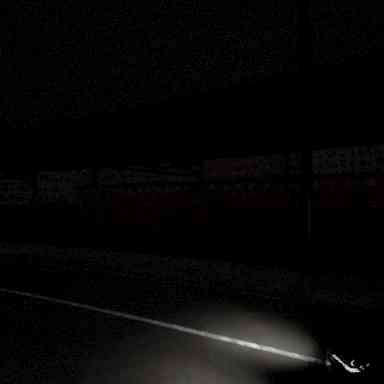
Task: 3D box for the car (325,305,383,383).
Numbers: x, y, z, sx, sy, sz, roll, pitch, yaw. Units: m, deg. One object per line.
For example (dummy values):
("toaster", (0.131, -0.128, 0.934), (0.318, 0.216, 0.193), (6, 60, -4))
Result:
("car", (3.665, 1.583, 2.586), (4.892, 1.490, 1.837), (0, -1, 32))
